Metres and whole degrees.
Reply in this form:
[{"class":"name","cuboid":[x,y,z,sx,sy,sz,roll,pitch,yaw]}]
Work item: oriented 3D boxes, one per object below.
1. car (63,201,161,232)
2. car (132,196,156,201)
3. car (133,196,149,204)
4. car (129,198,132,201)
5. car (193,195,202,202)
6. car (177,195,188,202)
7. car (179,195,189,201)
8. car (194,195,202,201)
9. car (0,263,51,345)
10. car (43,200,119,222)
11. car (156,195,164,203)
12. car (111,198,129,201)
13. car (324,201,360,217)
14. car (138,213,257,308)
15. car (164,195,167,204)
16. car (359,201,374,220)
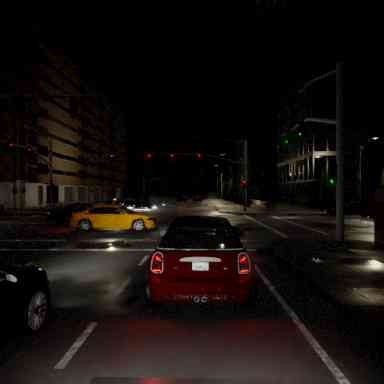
[{"class":"car","cuboid":[-4.603,1.502,19.688,5.008,1.535,1.882,0,0,1]},{"class":"car","cuboid":[-6.636,1.564,46.114,1.994,1.385,4.181,0,0,1]},{"class":"car","cuboid":[-9.642,1.491,63.012,2.128,1.511,4.902,0,0,2]},{"class":"car","cuboid":[-9.978,1.601,52.920,1.895,1.301,4.718,0,0,2]},{"class":"car","cuboid":[1.237,1.478,73.805,1.882,1.535,5.008,0,0,2]},{"class":"car","cuboid":[-2.262,1.524,73.826,2.128,1.511,4.902,0,0,2]},{"class":"car","cuboid":[-1.966,1.540,83.912,2.033,1.411,5.357,0,0,2]},{"class":"car","cuboid":[1.536,1.478,83.960,1.882,1.535,5.008,0,0,2]},{"class":"car","cuboid":[-3.397,1.492,3.856,2.128,1.511,4.902,0,0,1]},{"class":"car","cuboid":[-8.686,1.574,25.986,5.357,1.411,2.033,0,0,-34]},{"class":"car","cuboid":[-6.412,1.491,55.005,2.128,1.511,4.902,0,0,2]},{"class":"car","cuboid":[-10.166,1.564,44.118,1.994,1.385,4.181,0,0,1]},{"class":"car","cuboid":[14.502,1.547,29.998,4.902,1.511,2.128,0,0,1]},{"class":"car","cuboid":[0.218,1.352,8.085,2.097,1.767,4.553,0,0,2]},{"class":"car","cuboid":[-6.077,1.352,64.809,2.097,1.767,4.553,0,0,2]},{"class":"car","cuboid":[16.690,1.603,26.451,5.357,1.411,2.033,0,0,1]}]
